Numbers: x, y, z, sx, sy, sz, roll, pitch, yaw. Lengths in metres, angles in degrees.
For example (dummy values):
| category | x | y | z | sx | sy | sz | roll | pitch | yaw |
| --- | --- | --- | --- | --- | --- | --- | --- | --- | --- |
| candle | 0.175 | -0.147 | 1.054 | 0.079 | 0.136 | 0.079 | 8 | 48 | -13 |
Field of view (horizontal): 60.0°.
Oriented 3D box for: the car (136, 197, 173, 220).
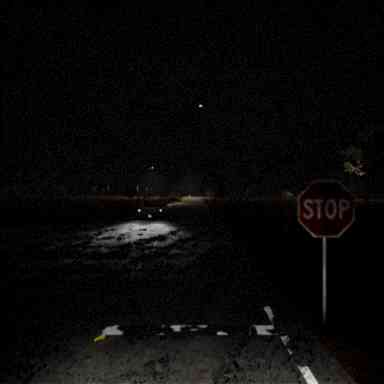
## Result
| category | x | y | z | sx | sy | sz | roll | pitch | yaw |
| --- | --- | --- | --- | --- | --- | --- | --- | --- | --- |
| car | -2.719 | 1.263 | 24.139 | 1.895 | 1.301 | 4.718 | 0 | 1 | 2 |

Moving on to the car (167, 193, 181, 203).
| category | x | y | z | sx | sy | sz | roll | pitch | yaw |
| --- | --- | --- | --- | --- | --- | --- | --- | --- | --- |
| car | -2.679 | 0.843 | 50.574 | 1.882 | 1.535 | 5.008 | 0 | 1 | 0 |
